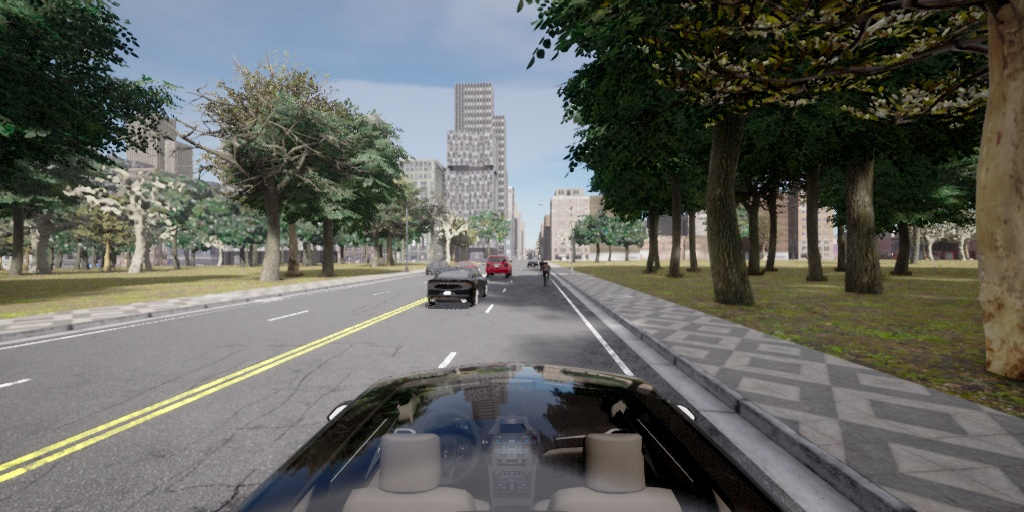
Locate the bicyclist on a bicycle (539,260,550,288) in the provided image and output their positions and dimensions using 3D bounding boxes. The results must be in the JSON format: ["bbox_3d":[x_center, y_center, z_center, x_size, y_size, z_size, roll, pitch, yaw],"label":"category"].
[{"bbox_3d":[2.209,1.205,23.034,0.582,1.620,1.656,0,0,3],"label":"bicyclist on a bicycle"}]

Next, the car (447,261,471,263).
[{"bbox_3d":[-4.620,1.240,35.012,1.882,1.535,5.008,0,0,3],"label":"car"}]

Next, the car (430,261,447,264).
[{"bbox_3d":[-7.723,1.271,37.700,1.837,1.490,4.892,0,0,3],"label":"car"}]

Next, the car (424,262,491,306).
[{"bbox_3d":[-2.252,1.226,15.768,1.882,1.535,5.008,0,0,3],"label":"car"}]

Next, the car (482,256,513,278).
[{"bbox_3d":[-1.197,0.984,34.429,2.150,2.045,5.566,0,0,3],"label":"car"}]

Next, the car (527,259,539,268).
[{"bbox_3d":[3.689,1.303,63.270,1.882,1.535,5.008,0,0,3],"label":"car"}]
